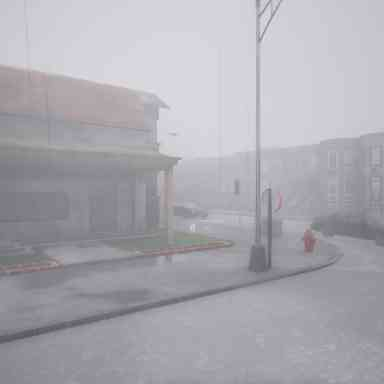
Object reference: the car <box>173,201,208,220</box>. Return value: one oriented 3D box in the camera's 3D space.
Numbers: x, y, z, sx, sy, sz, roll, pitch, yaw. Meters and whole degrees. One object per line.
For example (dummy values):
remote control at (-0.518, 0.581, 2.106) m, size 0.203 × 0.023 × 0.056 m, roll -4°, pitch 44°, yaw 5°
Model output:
car at (-0.535, 1.526, 28.507) m, size 1.812 × 1.442 × 4.674 m, roll 0°, pitch 0°, yaw -36°

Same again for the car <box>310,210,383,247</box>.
car at (7.948, 1.547, 15.475) m, size 2.033 × 1.411 × 5.357 m, roll 0°, pitch 0°, yaw -22°

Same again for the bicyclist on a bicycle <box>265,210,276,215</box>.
bicyclist on a bicycle at (7.478, 1.349, 31.706) m, size 1.656 × 1.620 × 0.582 m, roll 0°, pitch 0°, yaw -36°
